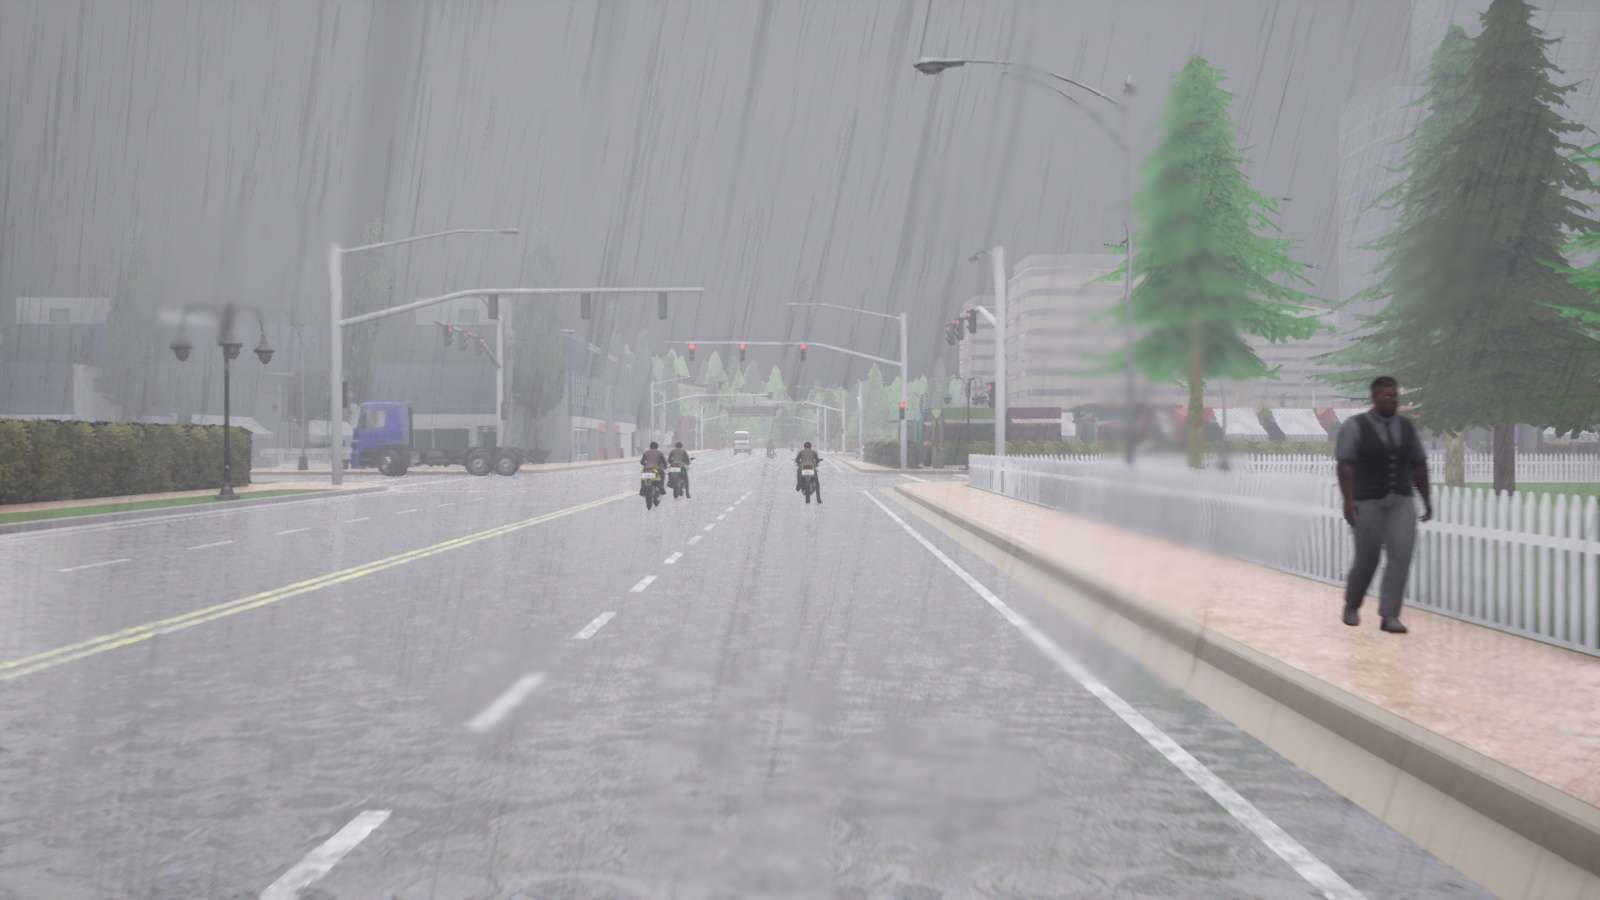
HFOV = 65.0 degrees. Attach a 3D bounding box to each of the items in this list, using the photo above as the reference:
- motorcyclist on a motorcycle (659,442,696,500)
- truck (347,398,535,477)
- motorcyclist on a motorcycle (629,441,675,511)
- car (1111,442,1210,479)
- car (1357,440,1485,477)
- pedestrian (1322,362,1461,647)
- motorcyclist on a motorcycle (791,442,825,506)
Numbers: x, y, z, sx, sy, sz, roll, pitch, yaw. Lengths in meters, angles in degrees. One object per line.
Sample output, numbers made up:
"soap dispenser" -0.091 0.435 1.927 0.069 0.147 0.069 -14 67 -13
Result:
"motorcyclist on a motorcycle" -3.292 0.535 33.929 0.797 1.523 2.044 0 0 0
"truck" -16.173 -0.571 57.127 7.936 3.462 2.891 0 1 -9
"motorcyclist on a motorcycle" -3.324 0.567 28.398 0.797 1.523 2.044 0 1 0
"car" 15.334 0.436 53.542 3.705 1.549 1.789 0 0 -1
"car" 28.293 0.376 57.300 4.856 1.649 2.033 0 0 -1
"pedestrian" 4.094 0.359 8.742 0.563 1.883 0.849 0 0 1
"motorcyclist on a motorcycle" 0.191 0.555 30.907 0.797 1.523 2.044 0 0 0
